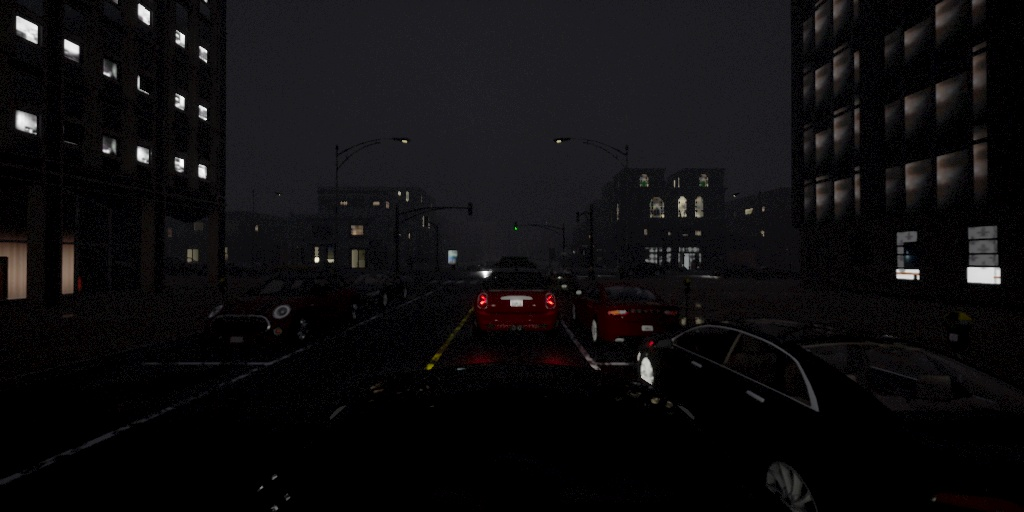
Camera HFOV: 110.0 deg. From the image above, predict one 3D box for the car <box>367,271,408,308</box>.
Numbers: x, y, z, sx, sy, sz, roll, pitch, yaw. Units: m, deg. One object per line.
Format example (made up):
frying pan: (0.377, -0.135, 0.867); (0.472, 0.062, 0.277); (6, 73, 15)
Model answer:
car: (-5.677, 1.326, 15.083); (2.007, 1.370, 4.403); (0, 0, 0)

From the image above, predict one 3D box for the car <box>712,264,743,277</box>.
car: (23.669, 1.513, 38.164); (4.181, 1.385, 1.994); (0, 0, 2)

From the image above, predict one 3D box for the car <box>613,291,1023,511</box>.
car: (2.692, 1.304, 3.673); (2.007, 1.370, 4.403); (0, 0, 0)

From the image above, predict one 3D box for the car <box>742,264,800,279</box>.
car: (23.674, 1.489, 32.340); (4.207, 1.307, 1.802); (0, 0, 1)

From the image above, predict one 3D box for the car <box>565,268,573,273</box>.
car: (2.710, 1.337, 20.749); (2.007, 1.370, 4.403); (0, 0, 0)

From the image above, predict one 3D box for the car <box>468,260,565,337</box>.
car: (0.108, 1.118, 10.448); (2.097, 1.767, 4.553); (0, 0, 0)

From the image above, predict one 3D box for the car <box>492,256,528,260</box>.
car: (0.173, 1.014, 22.646); (2.150, 2.045, 5.566); (0, 0, 1)

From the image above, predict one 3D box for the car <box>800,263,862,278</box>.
car: (33.765, 1.504, 37.996); (4.892, 1.490, 1.837); (0, 0, 1)

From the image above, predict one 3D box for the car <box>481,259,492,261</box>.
car: (-3.021, 1.448, 52.015); (1.895, 1.301, 4.718); (0, 0, 0)

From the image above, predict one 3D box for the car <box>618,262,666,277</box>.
car: (13.823, 1.406, 38.325); (4.892, 1.490, 1.837); (0, 0, 1)

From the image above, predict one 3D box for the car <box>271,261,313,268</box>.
car: (-25.413, 1.270, 41.564); (4.829, 1.417, 1.751); (0, 0, 1)

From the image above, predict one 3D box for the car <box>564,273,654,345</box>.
car: (2.698, 1.310, 9.365); (1.888, 1.381, 4.507); (0, 0, 0)

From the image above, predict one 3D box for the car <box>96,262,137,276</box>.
car: (-36.456, 1.187, 33.364); (4.403, 1.370, 2.007); (0, 0, 1)

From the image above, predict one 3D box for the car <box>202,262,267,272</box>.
car: (-25.383, 1.234, 33.182); (4.403, 1.370, 2.007); (0, 0, 1)

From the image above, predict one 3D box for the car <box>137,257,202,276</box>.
car: (-30.919, 0.974, 33.273); (5.009, 1.841, 2.192); (0, 0, 1)

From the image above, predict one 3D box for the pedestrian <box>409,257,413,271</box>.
pedestrian: (-12.508, 0.962, 44.304); (0.375, 1.860, 0.375); (0, -1, 1)

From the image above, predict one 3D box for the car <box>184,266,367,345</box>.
car: (-5.682, 1.204, 9.391); (1.967, 1.591, 4.097); (0, 0, 0)

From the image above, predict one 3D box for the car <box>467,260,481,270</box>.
car: (-5.637, 1.431, 53.161); (1.802, 1.307, 4.207); (0, 0, 0)
